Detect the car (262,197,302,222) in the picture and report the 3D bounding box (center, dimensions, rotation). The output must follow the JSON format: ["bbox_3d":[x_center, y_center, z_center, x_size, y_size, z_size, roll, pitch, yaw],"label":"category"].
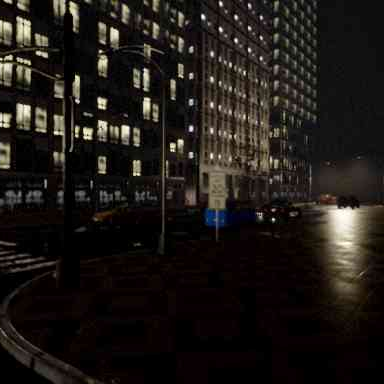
[{"bbox_3d":[7.428,1.462,27.008,1.967,1.590,4.097,0,0,38],"label":"car"}]

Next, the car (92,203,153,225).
[{"bbox_3d":[-4.927,1.522,24.109,1.752,1.417,4.829,0,0,38],"label":"car"}]

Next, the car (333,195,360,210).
[{"bbox_3d":[21.025,1.359,44.627,2.192,1.841,5.009,0,0,38],"label":"car"}]

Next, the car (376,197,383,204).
[{"bbox_3d":[38.021,1.650,66.649,1.947,1.339,4.313,0,0,38],"label":"car"}]

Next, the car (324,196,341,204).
[{"bbox_3d":[28.384,1.607,67.060,2.008,1.369,4.403,0,0,38],"label":"car"}]

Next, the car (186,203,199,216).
[{"bbox_3d":[1.190,1.585,31.824,1.802,1.307,4.206,0,0,38],"label":"car"}]

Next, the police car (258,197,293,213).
[{"bbox_3d":[9.816,1.444,38.801,1.930,1.638,5.238,0,0,38],"label":"police car"}]

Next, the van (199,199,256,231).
[{"bbox_3d":[2.458,1.358,20.386,1.690,1.788,3.998,0,0,38],"label":"van"}]

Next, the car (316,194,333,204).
[{"bbox_3d":[24.986,1.363,62.656,2.192,1.841,5.009,0,0,38],"label":"car"}]
